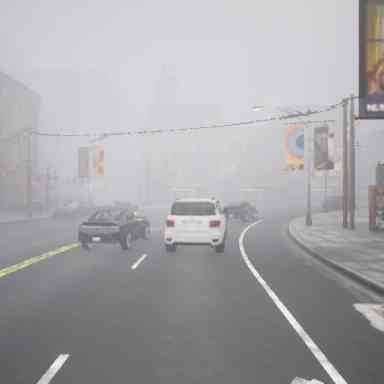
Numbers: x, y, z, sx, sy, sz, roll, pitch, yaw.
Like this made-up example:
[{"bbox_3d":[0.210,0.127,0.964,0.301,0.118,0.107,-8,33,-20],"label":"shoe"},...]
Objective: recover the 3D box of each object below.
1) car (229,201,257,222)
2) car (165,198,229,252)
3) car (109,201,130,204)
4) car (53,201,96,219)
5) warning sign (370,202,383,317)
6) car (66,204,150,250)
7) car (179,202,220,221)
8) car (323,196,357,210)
[{"bbox_3d":[3.900,1.516,26.849,1.837,1.490,4.892,0,0,24],"label":"car"},{"bbox_3d":[0.310,1.257,14.044,2.150,2.045,5.566,0,0,7],"label":"car"},{"bbox_3d":[-7.733,1.593,34.201,1.895,1.301,4.718,0,0,30],"label":"car"},{"bbox_3d":[-9.898,1.518,28.895,2.002,1.452,4.674,0,0,20],"label":"car"},{"bbox_3d":[3.800,1.114,5.359,1.300,1.860,1.060,0,0,0],"label":"warning sign"},{"bbox_3d":[-3.169,1.494,14.429,2.128,1.511,4.902,0,0,7],"label":"car"},{"bbox_3d":[0.714,1.572,28.299,1.994,1.385,4.181,0,0,24],"label":"car"},{"bbox_3d":[18.910,1.350,42.493,4.553,1.767,2.097,0,0,-30],"label":"car"}]
